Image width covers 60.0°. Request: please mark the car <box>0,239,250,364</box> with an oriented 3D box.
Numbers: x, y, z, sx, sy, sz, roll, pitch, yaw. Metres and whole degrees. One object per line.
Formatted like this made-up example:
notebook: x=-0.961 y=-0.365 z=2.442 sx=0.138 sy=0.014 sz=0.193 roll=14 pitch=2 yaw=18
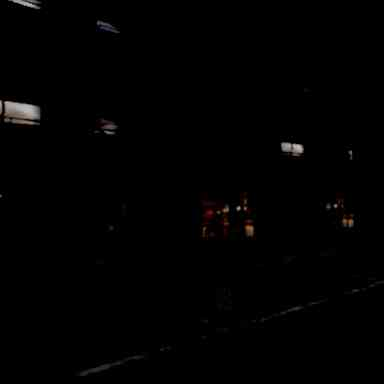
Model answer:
car: x=-0.969 y=1.572 z=5.869 sx=4.507 sy=1.381 sz=1.887 roll=1 pitch=0 yaw=-35
